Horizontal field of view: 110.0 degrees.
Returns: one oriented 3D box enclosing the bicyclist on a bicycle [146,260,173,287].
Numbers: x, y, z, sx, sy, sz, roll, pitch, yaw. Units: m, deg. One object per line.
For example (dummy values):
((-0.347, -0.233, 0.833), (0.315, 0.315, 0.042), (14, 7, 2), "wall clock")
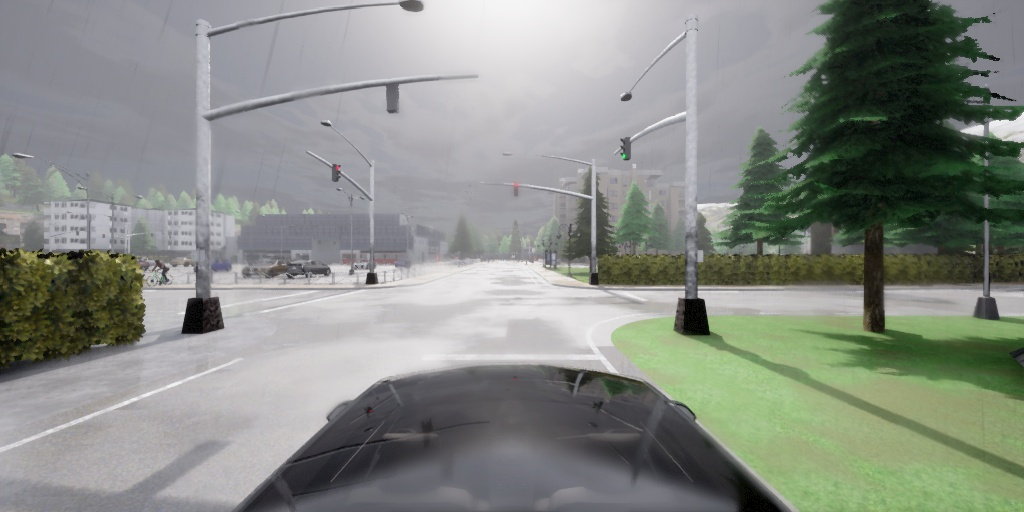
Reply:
((-21.760, 1.051, 22.163), (0.582, 1.620, 1.656), (0, 0, 1), "bicyclist on a bicycle")
